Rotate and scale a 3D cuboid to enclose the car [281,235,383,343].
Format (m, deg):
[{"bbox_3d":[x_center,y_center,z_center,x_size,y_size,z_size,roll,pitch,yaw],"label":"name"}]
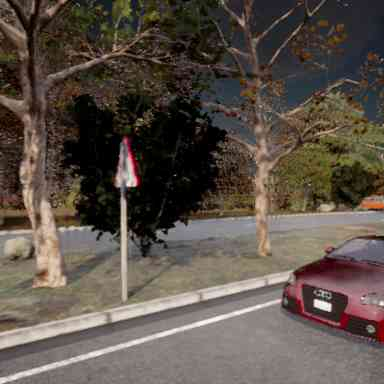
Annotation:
[{"bbox_3d":[3.631,1.558,6.274,4.181,1.385,1.994,0,0,-35],"label":"car"}]

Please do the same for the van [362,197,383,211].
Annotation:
[{"bbox_3d":[26.474,1.726,47.369,1.878,1.987,4.442,2,-1,-35],"label":"van"}]
